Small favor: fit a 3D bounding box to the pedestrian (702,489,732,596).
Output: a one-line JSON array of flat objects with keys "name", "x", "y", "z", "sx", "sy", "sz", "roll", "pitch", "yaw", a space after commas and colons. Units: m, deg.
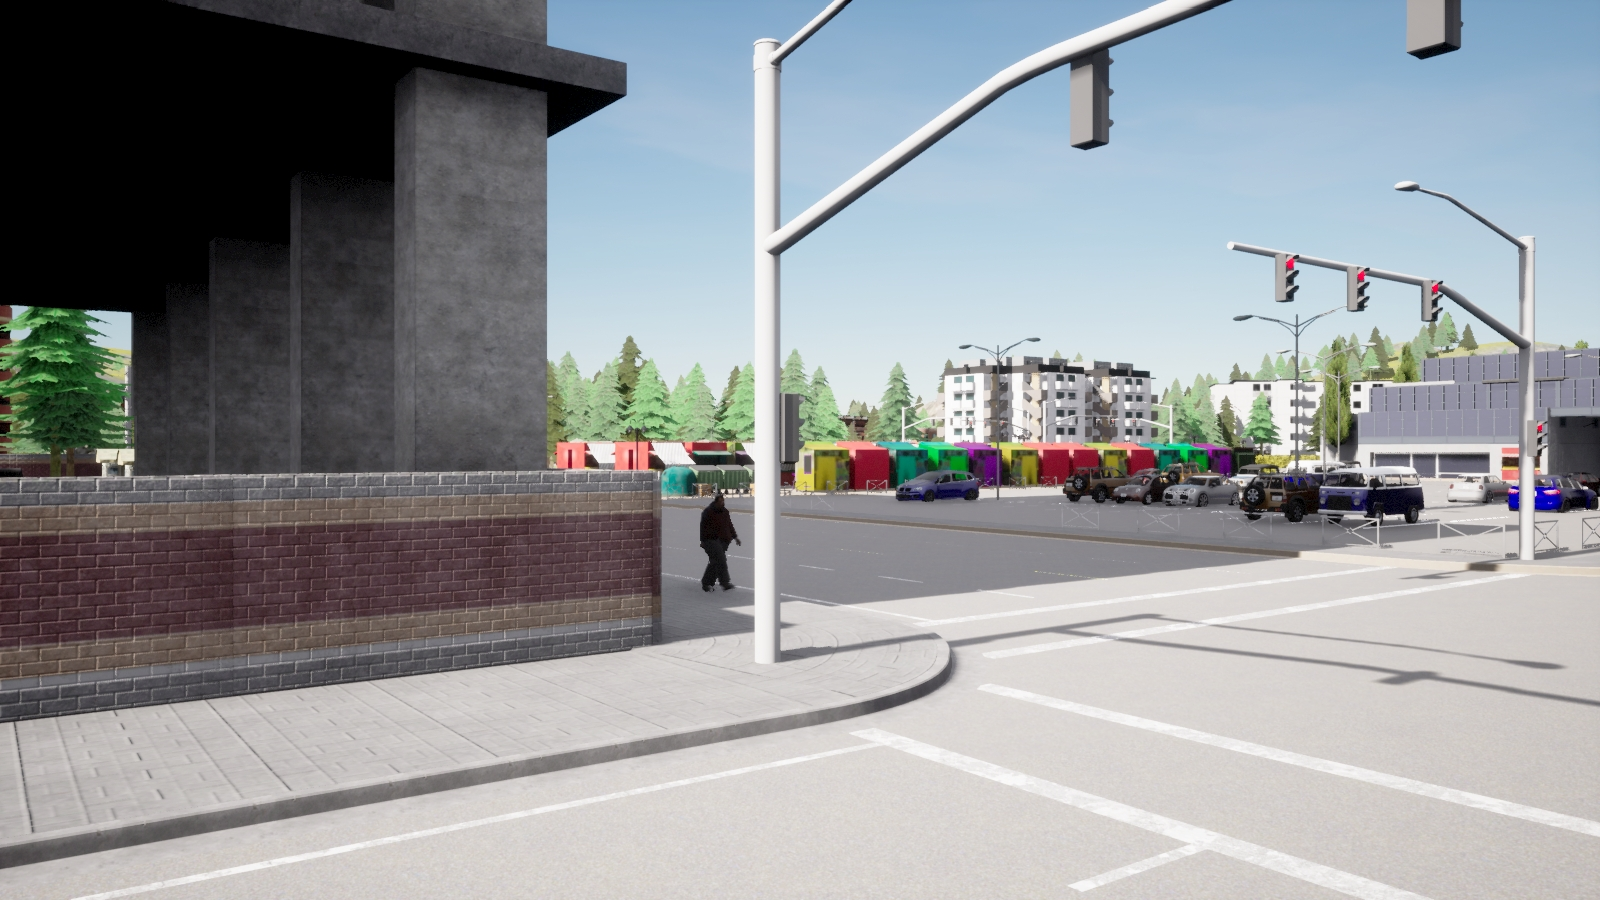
[{"name": "pedestrian", "x": -1.487, "y": 1.642, "z": 20.456, "sx": 0.375, "sy": 1.860, "sz": 0.375, "roll": 0, "pitch": 0, "yaw": -43}]
